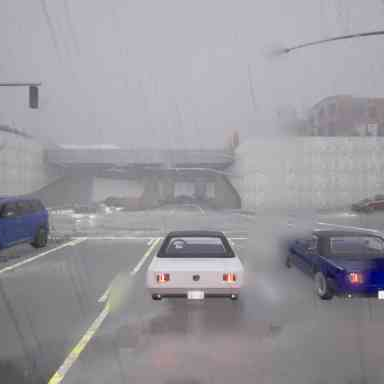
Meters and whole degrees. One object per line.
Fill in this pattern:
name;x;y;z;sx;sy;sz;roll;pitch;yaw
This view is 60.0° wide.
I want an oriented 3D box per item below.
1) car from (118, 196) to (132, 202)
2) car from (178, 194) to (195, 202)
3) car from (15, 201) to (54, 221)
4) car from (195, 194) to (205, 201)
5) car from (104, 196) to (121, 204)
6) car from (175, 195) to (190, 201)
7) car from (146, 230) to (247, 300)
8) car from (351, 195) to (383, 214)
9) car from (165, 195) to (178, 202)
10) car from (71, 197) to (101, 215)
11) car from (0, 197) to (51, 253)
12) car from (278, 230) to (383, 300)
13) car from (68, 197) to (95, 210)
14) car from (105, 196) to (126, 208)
car;-15.183;1.595;75.510;1.895;1.301;4.718;0;0;2
car;-1.159;1.525;75.425;2.128;1.511;4.902;0;0;6
car;-13.321;1.548;28.451;2.033;1.411;5.357;0;0;-15
car;1.506;1.355;85.426;2.097;1.767;4.553;0;0;28
car;-15.119;1.492;63.267;2.128;1.511;4.902;0;0;-1
car;-2.295;1.478;85.395;1.882;1.535;5.008;0;0;24
car;0.091;1.601;8.315;1.895;1.301;4.718;0;0;0
car;15.847;0.973;28.407;4.181;1.385;1.994;-7;0;0
car;-4.660;1.355;75.532;2.097;1.767;4.553;0;0;6
car;-10.736;1.564;34.435;1.994;1.385;4.181;0;0;-5
car;-7.007;1.222;11.637;2.150;2.045;5.566;0;0;1
car;3.591;1.601;8.321;1.895;1.301;4.718;0;0;0
car;-14.739;1.490;44.762;2.128;1.511;4.902;0;0;-1
car;-11.333;1.525;48.943;1.812;1.442;4.674;0;0;-1
